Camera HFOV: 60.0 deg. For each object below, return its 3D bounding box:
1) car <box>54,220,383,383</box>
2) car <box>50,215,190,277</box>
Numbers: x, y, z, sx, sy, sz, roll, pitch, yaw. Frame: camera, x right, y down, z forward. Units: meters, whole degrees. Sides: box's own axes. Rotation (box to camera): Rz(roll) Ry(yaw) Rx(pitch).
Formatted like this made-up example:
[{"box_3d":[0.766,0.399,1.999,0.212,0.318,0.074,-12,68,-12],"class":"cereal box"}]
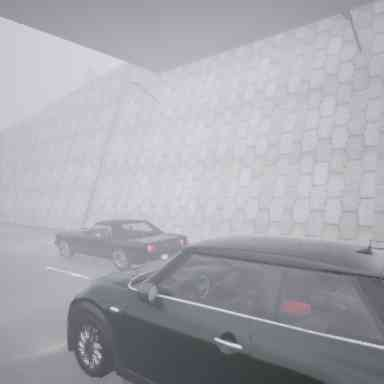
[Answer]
[{"box_3d":[0.504,1.313,3.881,4.553,1.767,2.097,0,1,39],"class":"car"},{"box_3d":[-2.497,1.561,10.812,4.718,1.301,1.895,-1,1,39],"class":"car"}]
